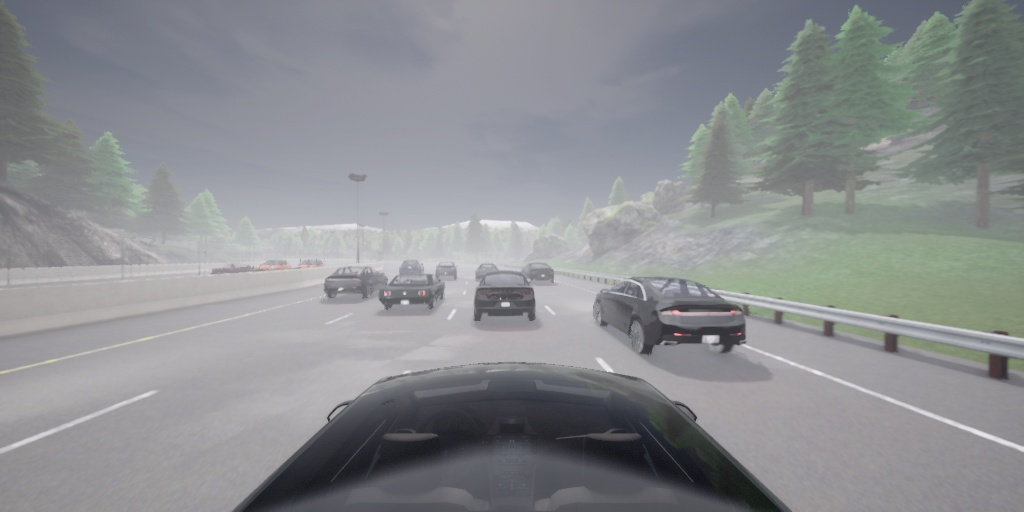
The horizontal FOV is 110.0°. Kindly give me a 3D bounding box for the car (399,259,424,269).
[{"bbox_3d":[-10.104,1.116,36.323,2.097,1.767,4.553,0,0,-10],"label":"car"}]

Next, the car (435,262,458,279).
[{"bbox_3d":[-5.951,1.248,32.753,2.128,1.511,4.902,0,0,-9],"label":"car"}]

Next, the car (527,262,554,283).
[{"bbox_3d":[1.863,1.219,27.383,1.882,1.535,5.008,0,0,-7],"label":"car"}]

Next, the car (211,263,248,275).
[{"bbox_3d":[-27.850,1.408,36.058,1.895,1.301,4.718,0,0,-11],"label":"car"}]

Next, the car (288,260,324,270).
[{"bbox_3d":[-20.988,1.204,37.442,2.097,1.767,4.553,0,0,-11],"label":"car"}]

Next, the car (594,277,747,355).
[{"bbox_3d":[3.377,1.233,8.656,2.128,1.511,4.902,0,0,-2],"label":"car"}]

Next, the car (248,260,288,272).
[{"bbox_3d":[-24.425,1.186,36.779,2.097,1.767,4.553,0,0,-11],"label":"car"}]

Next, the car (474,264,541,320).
[{"bbox_3d":[-0.303,1.226,12.656,1.882,1.535,5.008,0,0,-3],"label":"car"}]

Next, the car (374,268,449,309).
[{"bbox_3d":[-3.936,1.356,14.937,1.895,1.301,4.718,0,0,-4],"label":"car"}]

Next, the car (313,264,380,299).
[{"bbox_3d":[-7.712,1.254,18.161,2.128,1.511,4.902,0,0,-5],"label":"car"}]
